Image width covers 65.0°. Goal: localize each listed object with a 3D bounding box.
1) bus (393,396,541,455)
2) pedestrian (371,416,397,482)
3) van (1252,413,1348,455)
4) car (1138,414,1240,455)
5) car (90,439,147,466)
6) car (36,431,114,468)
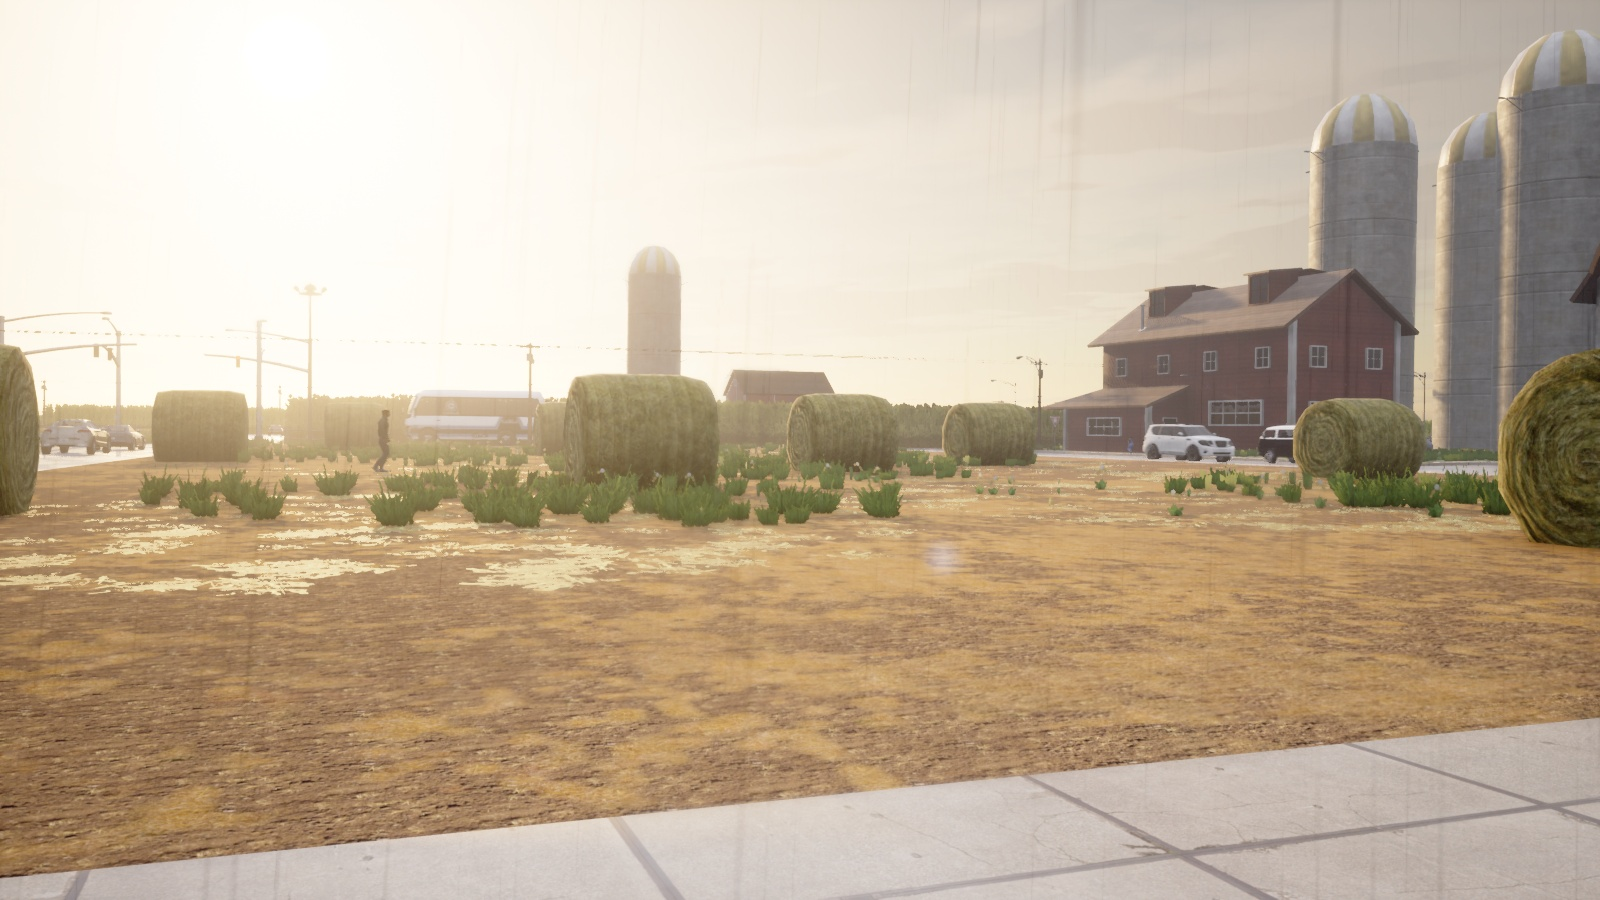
[{"bbox_3d":[-24.915,-1.838,93.965,10.273,4.253,3.944,-1,1,-21],"label":"bus"},{"bbox_3d":[-11.717,-0.036,35.398,0.614,1.847,0.353,-1,1,-9],"label":"pedestrian"},{"bbox_3d":[25.497,-0.825,64.196,2.069,2.038,4.480,-1,1,-22],"label":"van"},{"bbox_3d":[20.634,-0.822,66.929,2.150,2.045,5.566,-1,1,-22],"label":"car"},{"bbox_3d":[-36.959,0.117,68.199,1.994,1.385,4.181,-1,1,-18],"label":"car"},{"bbox_3d":[-33.975,-0.052,58.995,2.152,1.651,5.027,-1,1,-18],"label":"car"}]
